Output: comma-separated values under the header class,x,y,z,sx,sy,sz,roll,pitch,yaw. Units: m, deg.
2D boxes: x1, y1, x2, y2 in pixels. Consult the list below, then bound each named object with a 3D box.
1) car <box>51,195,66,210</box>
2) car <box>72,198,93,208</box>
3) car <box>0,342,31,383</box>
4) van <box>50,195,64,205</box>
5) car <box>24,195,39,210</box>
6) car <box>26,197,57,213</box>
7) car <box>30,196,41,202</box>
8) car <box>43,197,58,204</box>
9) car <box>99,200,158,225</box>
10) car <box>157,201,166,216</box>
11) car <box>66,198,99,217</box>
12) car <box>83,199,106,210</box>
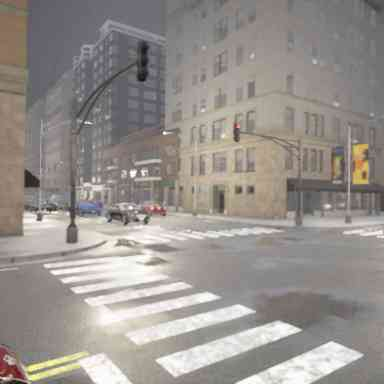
class,x,y,z,sx,sy,sz,roll,pitch,yaw
car,-16.235,1.429,40.878,2.097,1.767,4.553,1,-1,-35
car,-16.952,1.684,51.394,1.752,1.417,4.829,1,-1,-35
car,-3.050,1.331,1.356,4.553,1.767,2.097,1,-1,-37
van,-26.273,1.509,64.633,1.690,1.788,3.998,1,-1,-35
car,-20.272,1.355,42.182,2.192,1.841,5.009,1,-1,-35
car,-17.136,1.606,37.720,1.947,1.339,4.313,1,-1,-35
car,-38.934,1.708,82.607,1.752,1.417,4.829,1,-1,-35
car,-29.415,1.738,69.090,1.947,1.339,4.313,1,-1,-35
car,-4.837,1.580,24.666,2.128,1.511,4.902,1,-1,-35
car,-4.292,1.602,33.422,1.967,1.590,4.097,1,-1,-35
car,-10.531,1.558,32.748,1.882,1.535,5.008,1,-1,-35
car,-13.714,1.739,46.796,1.802,1.307,4.206,1,-1,-35
